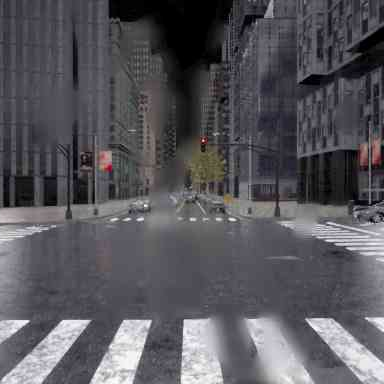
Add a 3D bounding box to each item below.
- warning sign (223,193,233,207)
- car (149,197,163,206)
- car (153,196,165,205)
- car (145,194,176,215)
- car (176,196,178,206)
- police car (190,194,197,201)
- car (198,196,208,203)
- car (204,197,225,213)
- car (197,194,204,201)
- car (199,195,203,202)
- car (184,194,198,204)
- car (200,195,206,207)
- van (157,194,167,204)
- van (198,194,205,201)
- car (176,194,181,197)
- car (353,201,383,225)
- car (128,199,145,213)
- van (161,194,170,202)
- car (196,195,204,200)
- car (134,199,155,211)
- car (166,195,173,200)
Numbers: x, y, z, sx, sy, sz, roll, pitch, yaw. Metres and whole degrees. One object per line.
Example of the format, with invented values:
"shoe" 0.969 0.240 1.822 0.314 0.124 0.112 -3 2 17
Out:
"warning sign" 4.912 1.122 45.519 1.300 1.860 1.060 0 0 0
"car" -5.989 1.578 55.941 1.947 1.339 4.313 0 0 0
"car" -6.023 1.540 61.184 1.752 1.417 4.829 0 0 0
"car" -3.183 1.226 34.690 2.150 2.045 5.566 0 0 0
"car" -3.247 1.608 44.642 1.895 1.301 4.718 0 0 0
"police car" 0.452 1.463 90.604 1.930 1.638 5.238 0 0 0
"car" 2.425 1.589 73.213 1.947 1.339 4.313 0 0 0
"car" 2.662 1.555 36.429 2.008 1.369 4.403 0 0 0
"car" 2.493 1.566 62.634 2.008 1.369 4.403 0 0 0
"car" 2.557 1.561 52.762 2.008 1.369 4.403 0 0 0
"car" -0.287 1.543 65.595 1.812 1.442 4.674 0 0 0
"car" 2.592 1.553 47.318 1.887 1.381 4.507 0 0 0
"van" -6.059 1.360 66.767 1.690 1.788 3.998 0 0 0
"van" 2.356 1.372 83.790 1.690 1.788 3.998 0 0 0
"car" -3.301 1.537 54.683 1.812 1.442 4.674 0 0 0
"car" 12.827 1.229 21.034 4.902 1.511 2.128 -1 0 2
"car" -5.863 1.556 36.377 2.008 1.369 4.403 0 0 0
"van" -6.129 1.367 77.594 1.690 1.788 3.998 0 0 0
"car" 2.289 1.592 94.367 2.008 1.369 4.403 0 0 0
"car" -5.895 1.557 41.370 2.008 1.369 4.403 0 0 0
"car" -6.233 1.623 93.832 1.802 1.307 4.206 0 0 0
